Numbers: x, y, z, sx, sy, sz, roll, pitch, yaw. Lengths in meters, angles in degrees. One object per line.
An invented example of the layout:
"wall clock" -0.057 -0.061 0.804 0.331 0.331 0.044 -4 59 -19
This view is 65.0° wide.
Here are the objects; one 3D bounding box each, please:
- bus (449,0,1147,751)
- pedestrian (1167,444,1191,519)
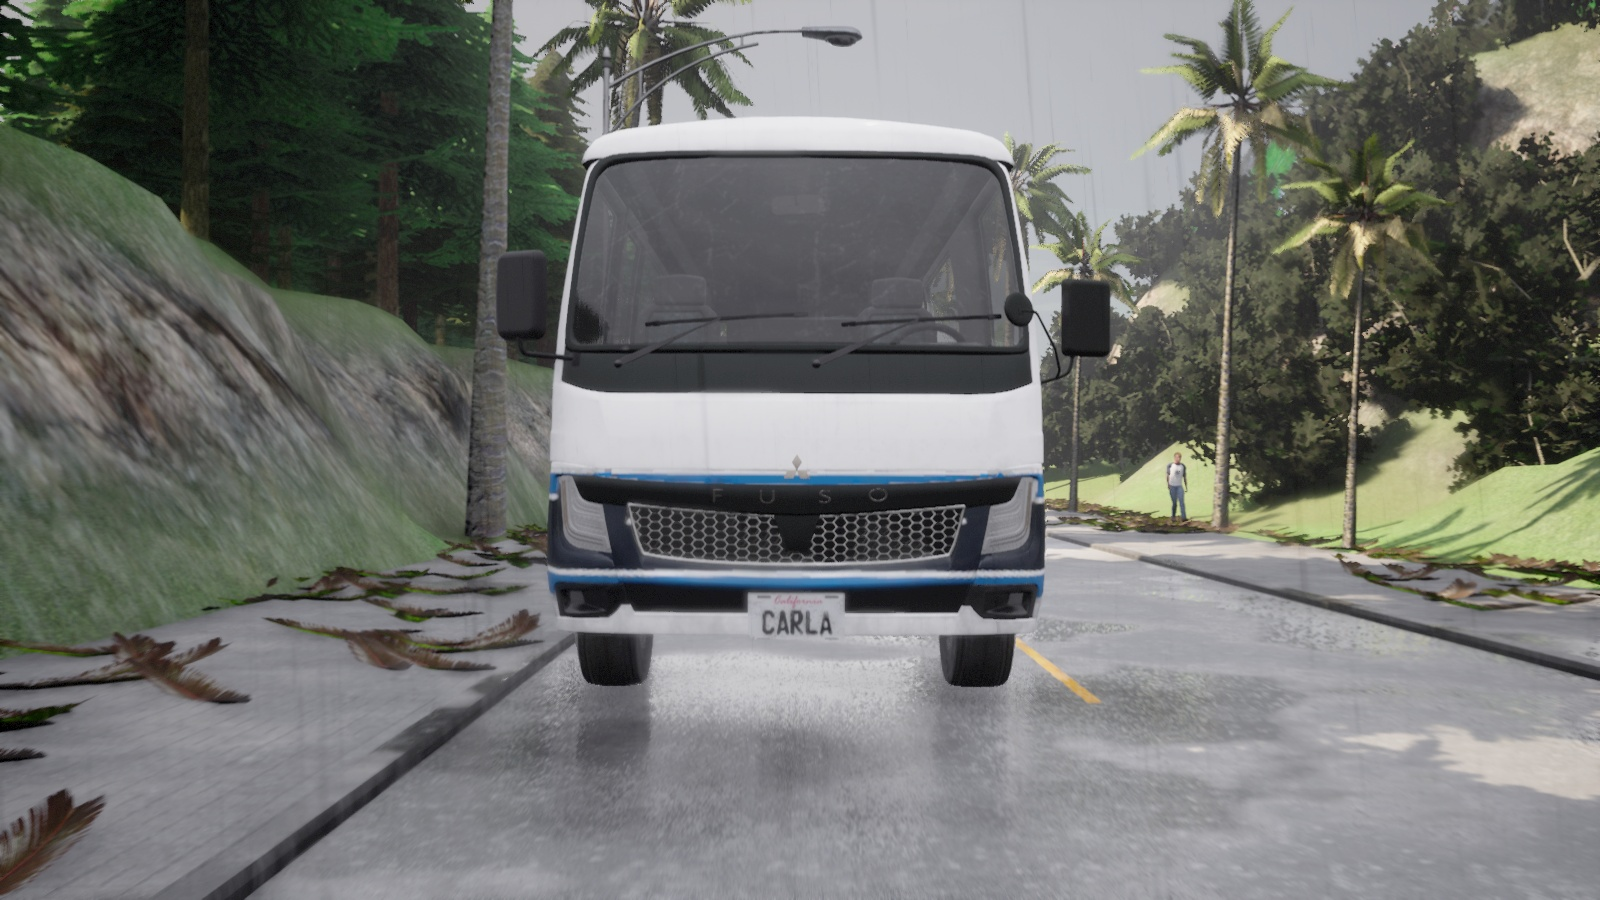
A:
"bus" -0.031 -0.357 12.264 3.944 4.253 10.273 0 -1 0
"pedestrian" 9.442 0.788 31.303 0.354 1.836 0.706 0 -1 0
